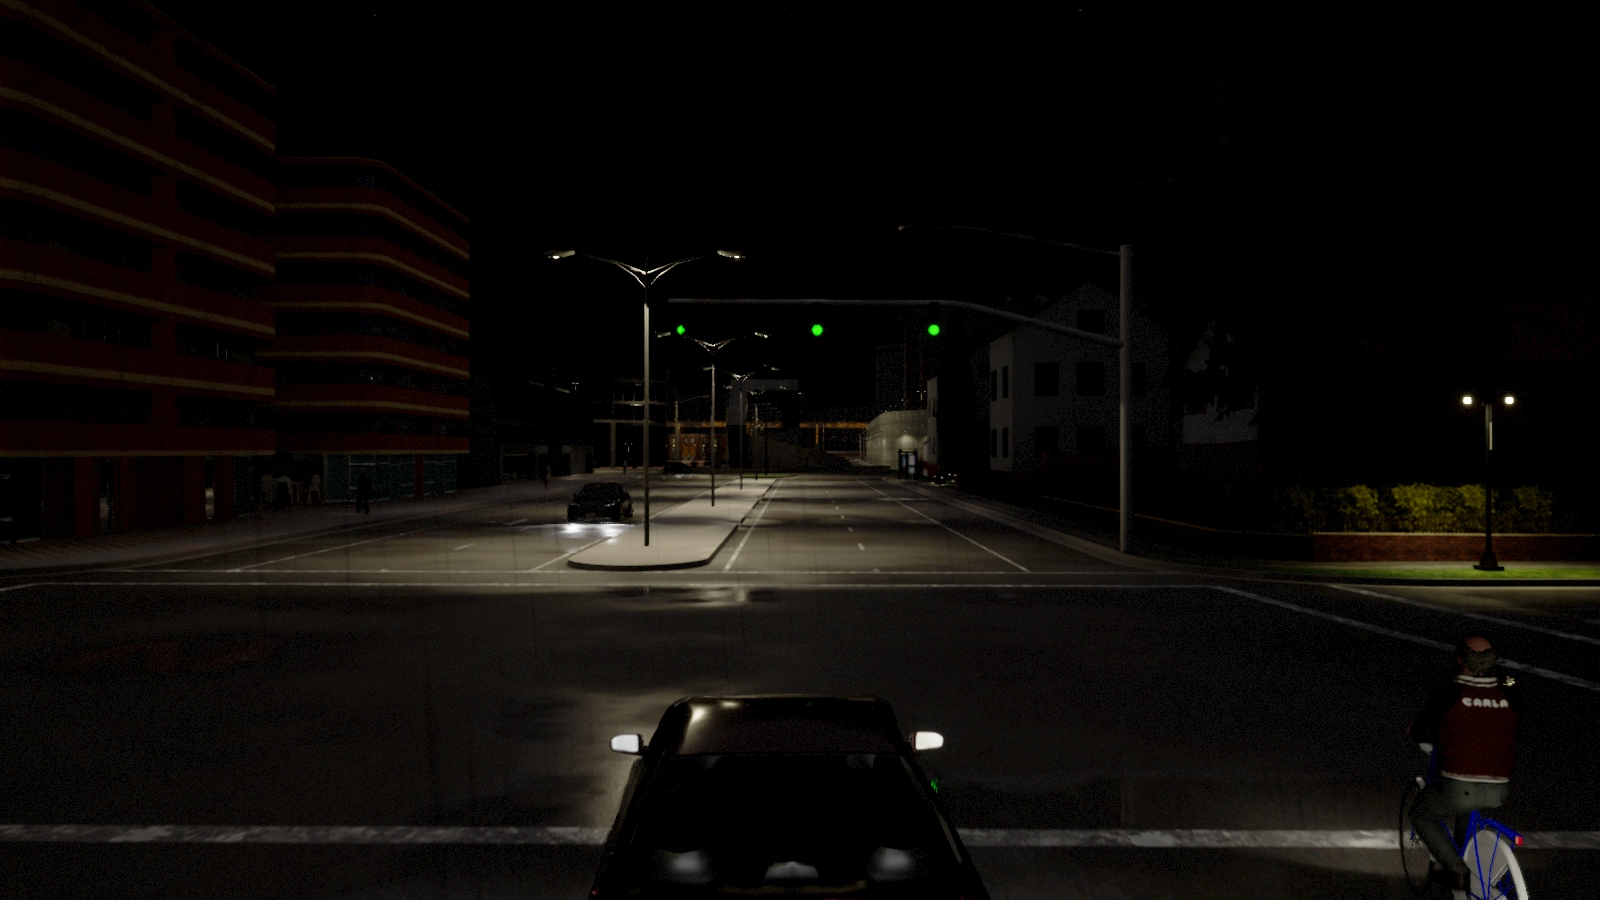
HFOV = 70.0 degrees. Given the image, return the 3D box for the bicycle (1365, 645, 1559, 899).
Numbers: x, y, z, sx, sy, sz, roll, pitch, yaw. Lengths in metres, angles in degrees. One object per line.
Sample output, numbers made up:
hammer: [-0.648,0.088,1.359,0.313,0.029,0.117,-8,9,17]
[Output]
bicycle: [3.790,2.050,6.680,0.329,1.496,1.835,1,0,9]

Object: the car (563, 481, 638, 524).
car: [-7.938,2.070,45.954,2.163,1.488,4.792,0,0,0]

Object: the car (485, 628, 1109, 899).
car: [-0.093,2.041,5.925,2.007,1.525,4.514,0,0,-2]
